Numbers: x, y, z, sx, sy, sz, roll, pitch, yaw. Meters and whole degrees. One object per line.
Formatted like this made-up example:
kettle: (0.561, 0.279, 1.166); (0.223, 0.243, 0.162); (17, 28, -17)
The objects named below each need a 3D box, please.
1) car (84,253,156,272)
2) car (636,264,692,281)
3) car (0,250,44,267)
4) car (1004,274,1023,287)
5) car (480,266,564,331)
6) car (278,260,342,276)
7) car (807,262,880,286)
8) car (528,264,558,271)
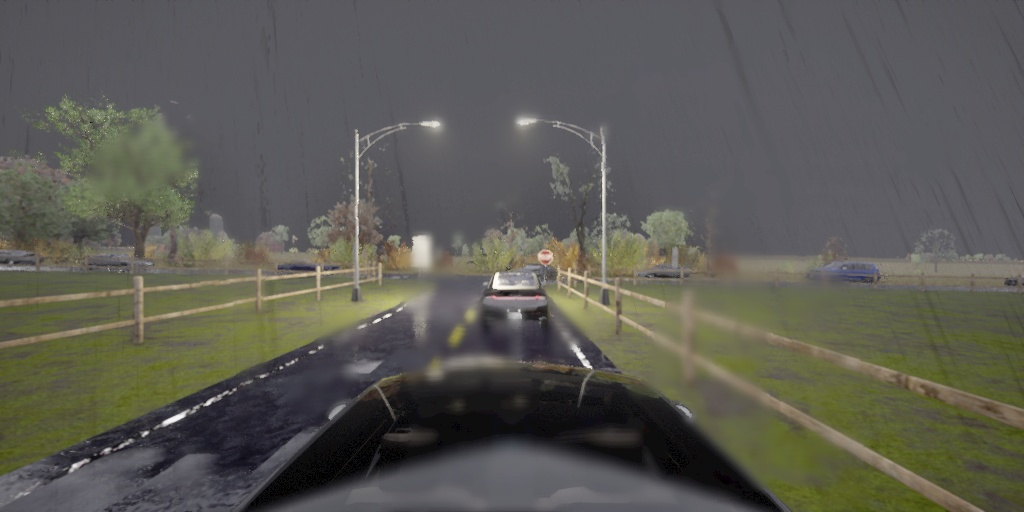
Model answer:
car: (-33.360, 0.536, 30.594); (4.902, 1.511, 2.128); (1, 1, 0)
car: (14.127, 1.521, 33.506); (4.902, 1.511, 2.128); (1, 1, 0)
car: (-46.979, 0.202, 33.498); (4.902, 1.511, 2.128); (1, 1, 1)
car: (49.096, 2.333, 33.384); (4.892, 1.490, 1.837); (1, 1, 0)
car: (0.100, 1.231, 11.005); (2.128, 1.511, 4.902); (0, 0, 0)
car: (-17.224, 0.996, 30.583); (4.718, 1.301, 1.895); (1, 1, 0)
car: (30.906, 1.608, 33.490); (5.566, 2.045, 2.150); (1, 1, 0)
car: (2.184, 1.295, 27.120); (2.033, 1.411, 5.357); (2, 0, 29)
